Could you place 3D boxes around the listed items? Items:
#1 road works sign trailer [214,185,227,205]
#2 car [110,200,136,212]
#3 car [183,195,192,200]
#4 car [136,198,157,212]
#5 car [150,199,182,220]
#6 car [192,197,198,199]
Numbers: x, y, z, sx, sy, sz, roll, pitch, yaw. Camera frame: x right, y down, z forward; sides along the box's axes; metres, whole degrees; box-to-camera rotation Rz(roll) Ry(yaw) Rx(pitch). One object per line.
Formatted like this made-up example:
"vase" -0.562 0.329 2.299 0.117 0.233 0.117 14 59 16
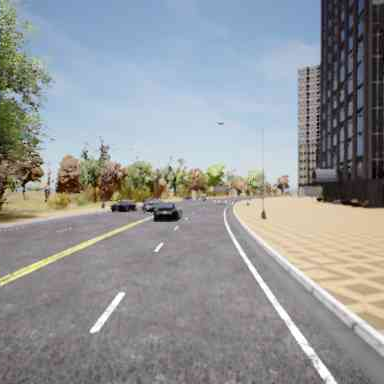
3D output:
"road works sign trailer" 5.274 0.518 61.128 2.380 3.560 2.880 0 0 11
"car" -7.778 1.604 38.123 1.895 1.301 4.718 0 0 6
"car" -0.940 1.443 79.862 1.837 1.490 4.892 0 0 12
"car" -4.475 1.503 38.350 2.128 1.511 4.902 0 0 6
"car" -1.973 1.577 28.173 1.994 1.385 4.181 0 0 5
"car" 2.232 1.479 79.158 2.128 1.511 4.902 0 0 12
